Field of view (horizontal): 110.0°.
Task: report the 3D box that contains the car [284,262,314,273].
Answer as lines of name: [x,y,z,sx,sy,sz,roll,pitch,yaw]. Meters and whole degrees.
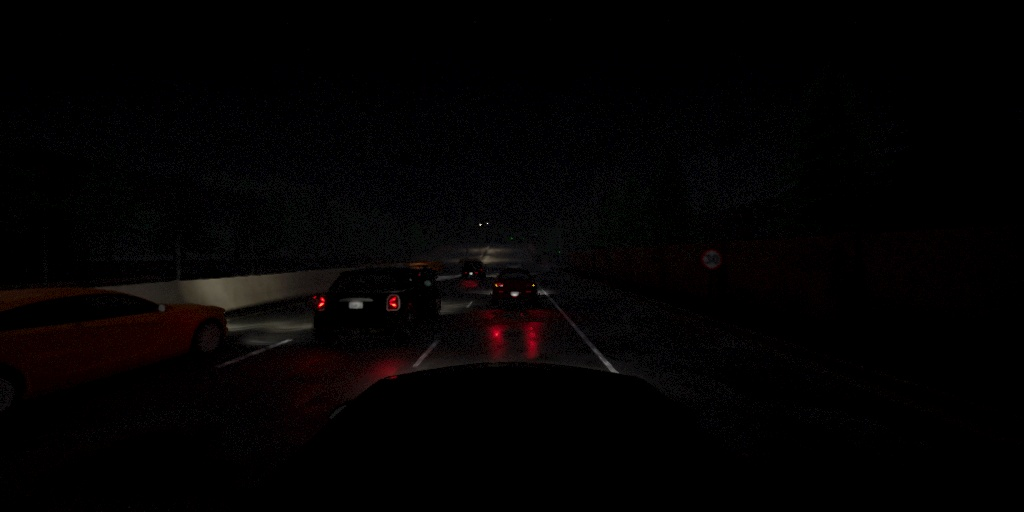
car: [-17.495,1.237,30.651,1.994,1.385,4.181,0,0,1]

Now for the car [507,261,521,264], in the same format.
car: [0.176,1.212,34.745,1.812,1.442,4.674,0,0,0]

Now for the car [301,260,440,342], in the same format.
car: [-3.379,1.082,9.899,2.097,1.767,4.553,0,0,0]

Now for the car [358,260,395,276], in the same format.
car: [-13.918,1.184,37.150,1.882,1.535,5.008,0,0,0]

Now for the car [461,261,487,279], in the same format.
car: [-3.332,1.192,31.687,1.837,1.490,4.892,0,0,0]

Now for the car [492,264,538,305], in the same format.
car: [0.123,1.249,15.800,1.812,1.442,4.674,0,0,0]

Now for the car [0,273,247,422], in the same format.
car: [-6.890,1.212,5.457,1.882,1.535,5.008,0,0,0]

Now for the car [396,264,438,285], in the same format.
car: [-6.843,1.295,26.353,1.895,1.301,4.718,0,0,0]

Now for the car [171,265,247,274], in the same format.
car: [-21.034,1.280,24.894,1.895,1.301,4.718,0,0,0]
